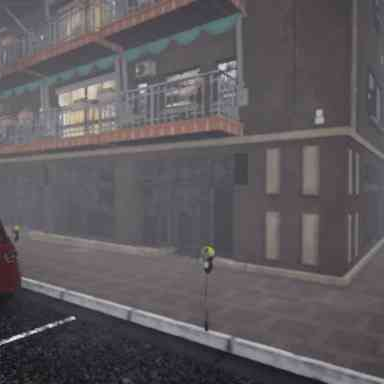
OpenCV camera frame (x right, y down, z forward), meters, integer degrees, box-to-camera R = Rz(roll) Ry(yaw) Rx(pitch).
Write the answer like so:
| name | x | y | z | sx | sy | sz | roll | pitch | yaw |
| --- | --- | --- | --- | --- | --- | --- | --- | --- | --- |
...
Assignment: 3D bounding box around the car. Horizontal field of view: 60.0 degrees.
| name | x | y | z | sx | sy | sz | roll | pitch | yaw |
| --- | --- | --- | --- | --- | --- | --- | --- | --- | --- |
| car | -5.477 | 1.332 | 6.763 | 5.009 | 1.841 | 2.192 | 0 | 1 | 35 |
